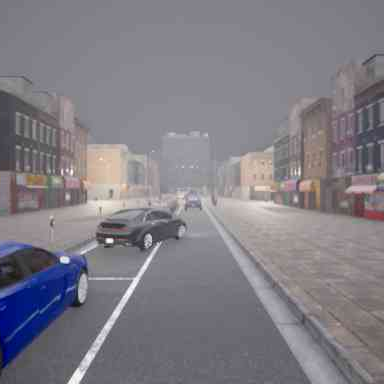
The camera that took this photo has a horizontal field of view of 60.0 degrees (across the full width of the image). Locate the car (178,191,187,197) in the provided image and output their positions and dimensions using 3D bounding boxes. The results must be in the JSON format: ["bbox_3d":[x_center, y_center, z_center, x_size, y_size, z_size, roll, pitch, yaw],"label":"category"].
[{"bbox_3d":[-2.544,1.040,75.286,1.752,1.417,4.829,0,0,0],"label":"car"}]

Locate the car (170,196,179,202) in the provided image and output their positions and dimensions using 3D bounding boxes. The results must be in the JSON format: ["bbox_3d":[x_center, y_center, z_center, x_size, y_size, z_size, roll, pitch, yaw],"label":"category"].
[{"bbox_3d":[-2.594,1.293,32.511,1.887,1.381,4.507,0,0,0],"label":"car"}]

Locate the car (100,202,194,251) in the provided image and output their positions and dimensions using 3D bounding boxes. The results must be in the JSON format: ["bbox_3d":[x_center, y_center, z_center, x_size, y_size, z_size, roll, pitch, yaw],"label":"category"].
[{"bbox_3d":[-1.860,1.390,13.682,1.837,1.490,4.892,1,1,24],"label":"car"}]

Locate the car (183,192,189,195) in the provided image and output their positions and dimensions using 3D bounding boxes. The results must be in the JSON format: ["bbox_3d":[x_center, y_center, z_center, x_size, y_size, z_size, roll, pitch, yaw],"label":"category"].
[{"bbox_3d":[0.081,1.126,48.876,1.882,1.535,5.008,0,0,0],"label":"car"}]

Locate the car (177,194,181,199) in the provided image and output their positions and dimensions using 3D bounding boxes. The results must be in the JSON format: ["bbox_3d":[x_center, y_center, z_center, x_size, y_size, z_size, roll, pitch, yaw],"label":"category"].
[{"bbox_3d":[-2.587,1.258,38.005,1.887,1.381,4.507,0,0,0],"label":"car"}]

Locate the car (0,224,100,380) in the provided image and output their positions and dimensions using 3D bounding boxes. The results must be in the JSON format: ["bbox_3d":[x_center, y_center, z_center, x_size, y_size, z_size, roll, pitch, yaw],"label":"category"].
[{"bbox_3d":[-3.009,1.434,4.764,1.882,1.535,5.008,0,0,0],"label":"car"}]

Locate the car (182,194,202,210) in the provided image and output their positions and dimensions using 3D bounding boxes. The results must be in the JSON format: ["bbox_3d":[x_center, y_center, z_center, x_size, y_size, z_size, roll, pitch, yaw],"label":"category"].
[{"bbox_3d":[0.138,1.242,37.549,1.812,1.442,4.674,0,0,0],"label":"car"}]

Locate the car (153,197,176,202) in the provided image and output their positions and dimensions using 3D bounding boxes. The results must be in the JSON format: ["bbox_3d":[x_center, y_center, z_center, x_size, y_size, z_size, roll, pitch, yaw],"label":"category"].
[{"bbox_3d":[-2.600,1.336,27.017,2.008,1.369,4.403,0,0,0],"label":"car"}]

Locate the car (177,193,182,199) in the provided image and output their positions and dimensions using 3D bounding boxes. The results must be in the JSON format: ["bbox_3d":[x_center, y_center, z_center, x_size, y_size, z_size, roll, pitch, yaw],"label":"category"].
[{"bbox_3d":[-2.581,1.206,43.329,1.752,1.417,4.829,0,0,0],"label":"car"}]
